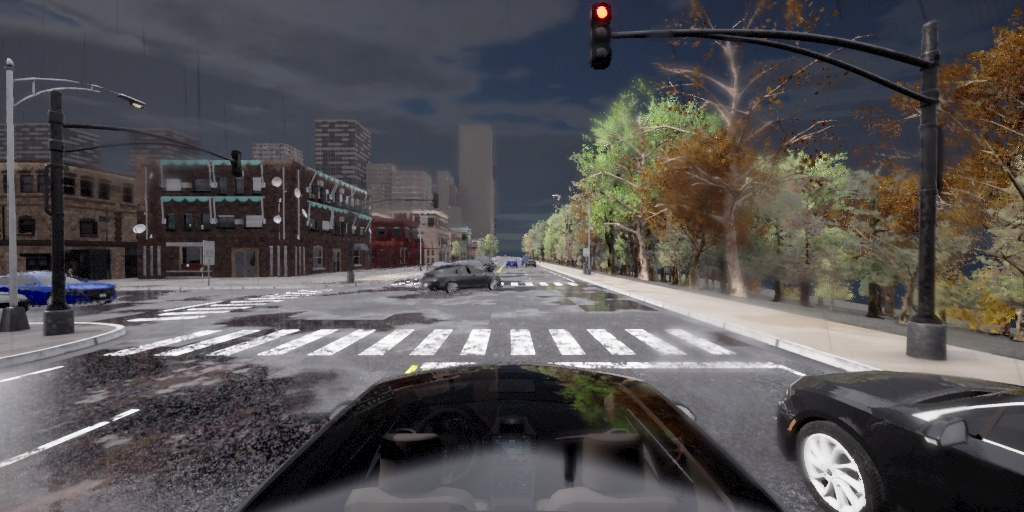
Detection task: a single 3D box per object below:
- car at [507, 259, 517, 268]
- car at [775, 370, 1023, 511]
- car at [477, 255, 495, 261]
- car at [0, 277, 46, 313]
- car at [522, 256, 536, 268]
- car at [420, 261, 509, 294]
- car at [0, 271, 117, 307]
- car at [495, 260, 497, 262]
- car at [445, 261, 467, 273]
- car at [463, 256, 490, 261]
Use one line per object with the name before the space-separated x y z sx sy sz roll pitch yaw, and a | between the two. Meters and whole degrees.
car | -0.027 1.205 62.104 1.882 1.535 5.008 0 0 0
car | 3.365 1.255 1.275 1.837 1.490 4.892 0 0 -2
car | -3.425 0.958 41.292 2.150 2.045 5.566 0 0 0
car | -19.970 1.565 12.656 4.313 1.339 1.948 0 0 0
car | 3.220 1.232 62.809 1.837 1.490 4.892 0 0 0
car | -2.745 1.250 20.177 1.837 1.490 4.892 3 2 45
car | -20.033 1.450 15.362 5.008 1.535 1.882 -1 1 0
car | -3.445 1.296 50.798 1.994 1.385 4.181 0 0 0
car | -6.672 1.336 43.502 1.895 1.301 4.718 0 0 0
car | -3.406 1.093 31.712 2.097 1.767 4.553 0 0 0
